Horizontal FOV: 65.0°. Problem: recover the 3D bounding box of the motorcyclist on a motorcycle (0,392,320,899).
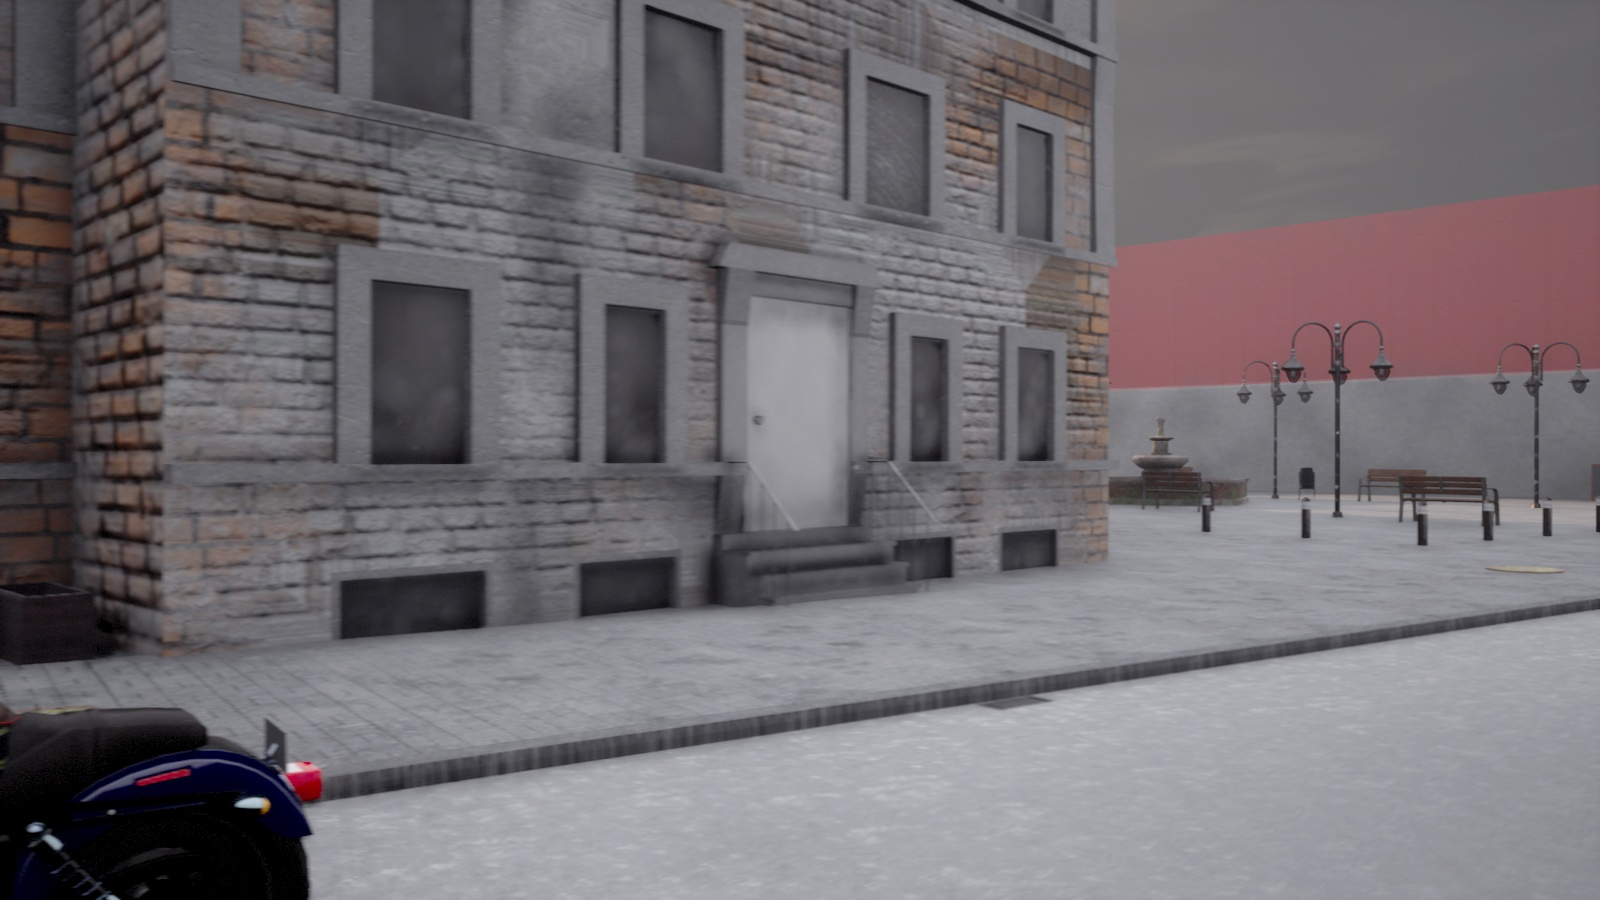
[{"bbox_3d":[-2.332,0.707,2.645,2.350,1.649,0.766,0,0,-35],"label":"motorcyclist on a motorcycle"}]
